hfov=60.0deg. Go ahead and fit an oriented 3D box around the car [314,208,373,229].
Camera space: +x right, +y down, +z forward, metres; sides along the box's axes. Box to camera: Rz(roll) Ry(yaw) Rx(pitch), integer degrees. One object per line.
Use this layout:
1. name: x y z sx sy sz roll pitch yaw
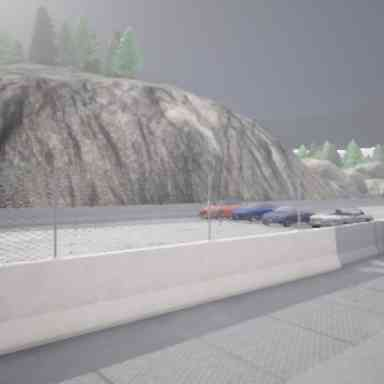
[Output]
1. car: 9.182 1.646 20.348 4.718 1.301 1.895 0 0 -40
